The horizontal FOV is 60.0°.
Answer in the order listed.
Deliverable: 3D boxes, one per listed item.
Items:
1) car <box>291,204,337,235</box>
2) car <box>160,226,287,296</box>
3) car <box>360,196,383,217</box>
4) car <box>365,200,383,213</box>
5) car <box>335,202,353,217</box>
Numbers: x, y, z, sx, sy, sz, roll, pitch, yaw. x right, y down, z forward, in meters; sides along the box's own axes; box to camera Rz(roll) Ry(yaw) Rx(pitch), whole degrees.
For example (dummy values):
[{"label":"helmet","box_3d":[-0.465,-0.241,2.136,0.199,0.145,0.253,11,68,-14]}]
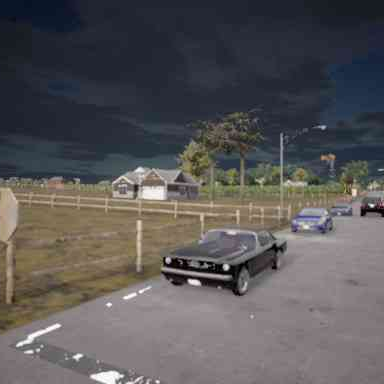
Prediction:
[{"label":"car","box_3d":[7.344,1.666,20.099,1.812,1.442,4.674,0,-1,30]},{"label":"car","box_3d":[1.132,1.660,9.122,1.895,1.301,4.718,0,0,30]},{"label":"car","box_3d":[18.622,1.464,34.156,2.150,2.045,5.566,0,0,31]},{"label":"car","box_3d":[23.659,1.845,43.149,2.033,1.411,5.357,0,0,30]},{"label":"car","box_3d":[15.629,1.791,34.646,2.033,1.411,5.357,0,0,30]}]
